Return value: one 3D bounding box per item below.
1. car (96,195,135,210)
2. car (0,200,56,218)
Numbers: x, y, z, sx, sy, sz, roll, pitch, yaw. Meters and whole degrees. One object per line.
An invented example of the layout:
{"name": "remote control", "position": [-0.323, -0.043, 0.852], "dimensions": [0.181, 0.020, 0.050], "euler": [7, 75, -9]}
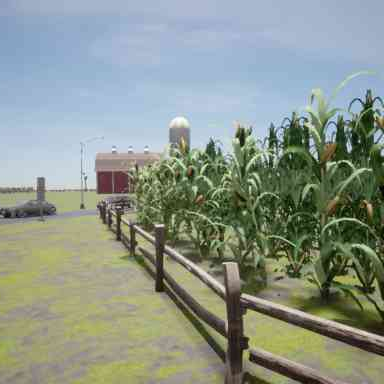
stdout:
{"name": "car", "position": [-8.140, 1.078, 35.829], "dimensions": [1.837, 1.490, 4.892], "euler": [-1, 1, 29]}
{"name": "car", "position": [-13.279, 1.311, 27.110], "dimensions": [1.994, 1.385, 4.181], "euler": [-1, 1, 32]}
